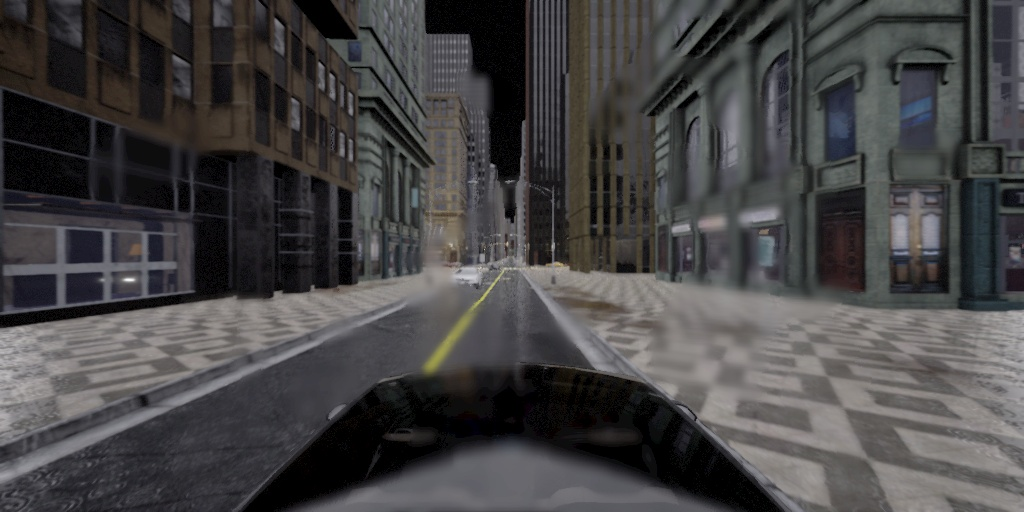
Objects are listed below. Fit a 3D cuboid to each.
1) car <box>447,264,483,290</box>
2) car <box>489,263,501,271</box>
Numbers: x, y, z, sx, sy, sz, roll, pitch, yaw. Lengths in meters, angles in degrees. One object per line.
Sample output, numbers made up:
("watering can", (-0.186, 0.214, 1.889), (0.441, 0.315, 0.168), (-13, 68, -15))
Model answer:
("car", (-3.119, 1.533, 25.440), (1.812, 1.442, 4.674), (0, -1, 0))
("car", (-3.066, 2.006, 64.014), (1.994, 1.385, 4.181), (0, -1, 1))
